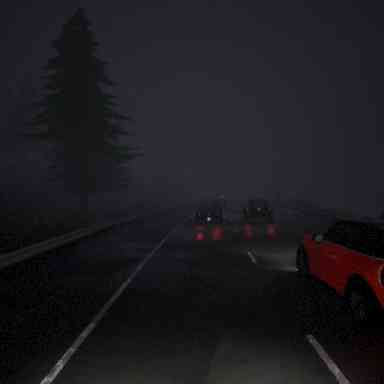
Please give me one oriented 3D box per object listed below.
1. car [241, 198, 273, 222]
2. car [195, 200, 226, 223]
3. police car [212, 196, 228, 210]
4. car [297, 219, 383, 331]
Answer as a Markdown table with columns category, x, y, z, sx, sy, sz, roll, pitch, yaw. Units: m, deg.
| category | x | y | z | sx | sy | sz | roll | pitch | yaw |
| --- | --- | --- | --- | --- | --- | --- | --- | --- | --- |
| car | 5.010 | 1.281 | 25.967 | 2.097 | 1.767 | 4.553 | 0 | 0 | 5 |
| car | 1.354 | 1.530 | 24.683 | 1.895 | 1.301 | 4.718 | 0 | 0 | 5 |
| police car | 3.407 | 1.308 | 41.228 | 1.930 | 1.638 | 5.238 | 0 | 0 | 8 |
| car | 3.780 | 1.334 | 6.987 | 2.097 | 1.767 | 4.553 | 0 | 0 | 2 |
